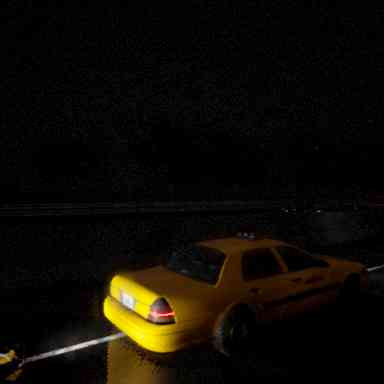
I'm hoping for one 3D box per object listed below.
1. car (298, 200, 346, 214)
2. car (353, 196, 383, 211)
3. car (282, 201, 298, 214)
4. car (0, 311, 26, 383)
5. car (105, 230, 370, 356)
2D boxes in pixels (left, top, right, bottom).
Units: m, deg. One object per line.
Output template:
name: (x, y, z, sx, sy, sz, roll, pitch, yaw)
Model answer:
car: (11.906, 1.629, 29.711, 4.674, 1.442, 1.812, 0, 0, -36)
car: (16.055, 1.338, 28.376, 5.566, 2.045, 2.150, 0, 0, -36)
car: (11.118, 1.617, 33.449, 4.892, 1.490, 1.837, 0, 0, -36)
car: (-3.823, 1.525, 2.428, 4.674, 1.442, 1.812, 0, 0, -36)
car: (1.215, 1.465, 6.030, 5.366, 1.575, 1.801, 0, 0, -36)
